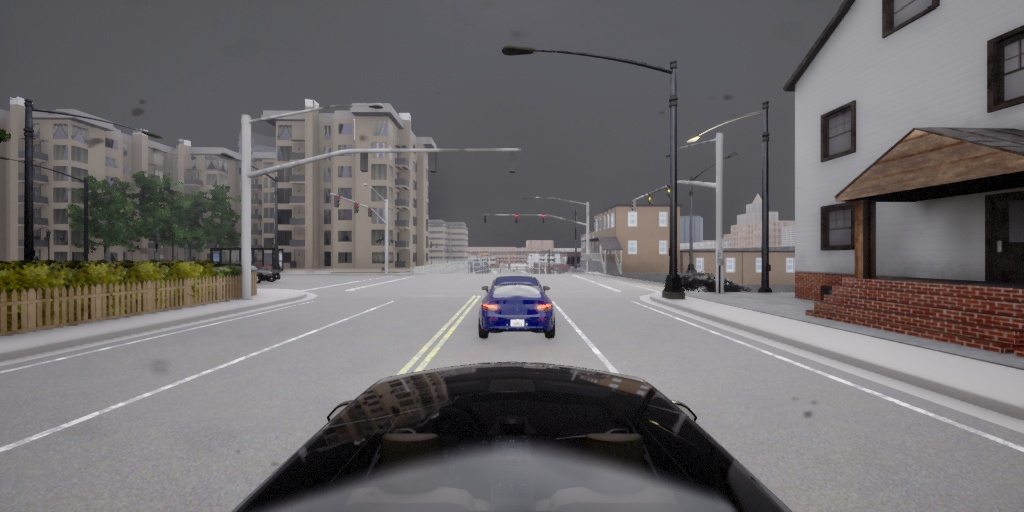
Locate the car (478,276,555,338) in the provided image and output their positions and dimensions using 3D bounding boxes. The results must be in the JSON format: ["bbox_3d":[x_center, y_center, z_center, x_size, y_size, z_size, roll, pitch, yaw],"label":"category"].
[{"bbox_3d":[0.110,1.276,10.013,1.812,1.442,4.674,0,0,0],"label":"car"}]

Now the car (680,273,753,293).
[{"bbox_3d":[14.820,2.142,25.987,4.892,1.490,1.837,9,0,1],"label":"car"}]

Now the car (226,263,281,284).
[{"bbox_3d":[-19.814,1.255,26.510,4.892,1.490,1.837,0,0,1],"label":"car"}]
